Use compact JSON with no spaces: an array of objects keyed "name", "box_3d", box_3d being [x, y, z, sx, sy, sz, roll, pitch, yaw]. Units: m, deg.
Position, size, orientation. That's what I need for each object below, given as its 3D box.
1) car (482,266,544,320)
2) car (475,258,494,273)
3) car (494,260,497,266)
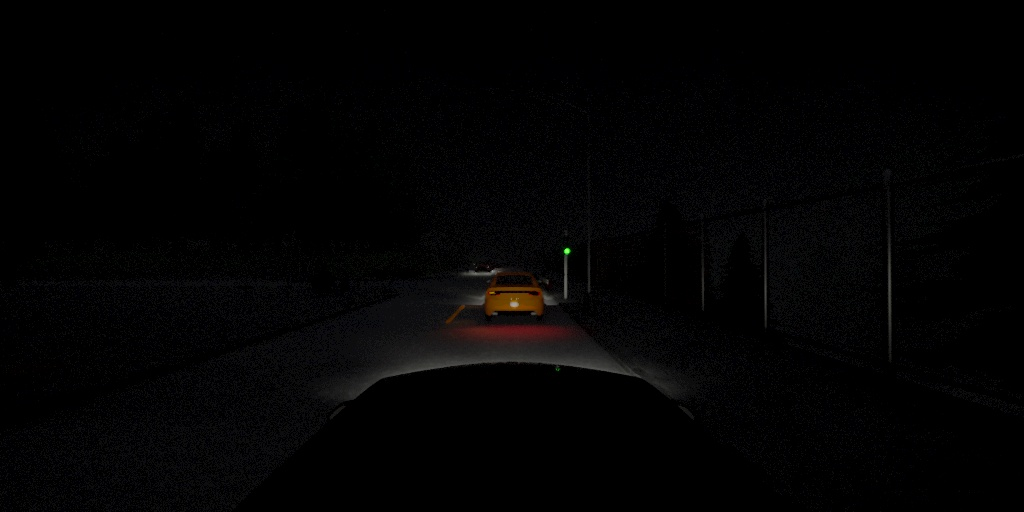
[{"name":"car","box_3d":[0.080,1.312,13.149,1.882,1.535,5.008,0,0,0]},{"name":"car","box_3d":[-4.091,1.466,51.383,2.097,1.767,4.553,0,0,0]},{"name":"car","box_3d":[-4.071,1.790,61.658,1.895,1.301,4.718,0,0,0]}]
